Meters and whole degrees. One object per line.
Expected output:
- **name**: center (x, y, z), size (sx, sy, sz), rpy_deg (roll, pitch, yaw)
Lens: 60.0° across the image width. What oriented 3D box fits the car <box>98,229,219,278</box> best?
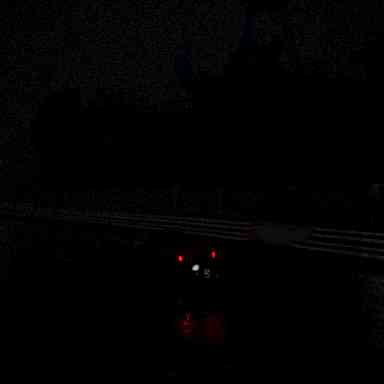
- **car**: center (-1.367, 1.922, 11.342), size (1.895, 1.301, 4.718), rpy_deg (3, -2, -42)
